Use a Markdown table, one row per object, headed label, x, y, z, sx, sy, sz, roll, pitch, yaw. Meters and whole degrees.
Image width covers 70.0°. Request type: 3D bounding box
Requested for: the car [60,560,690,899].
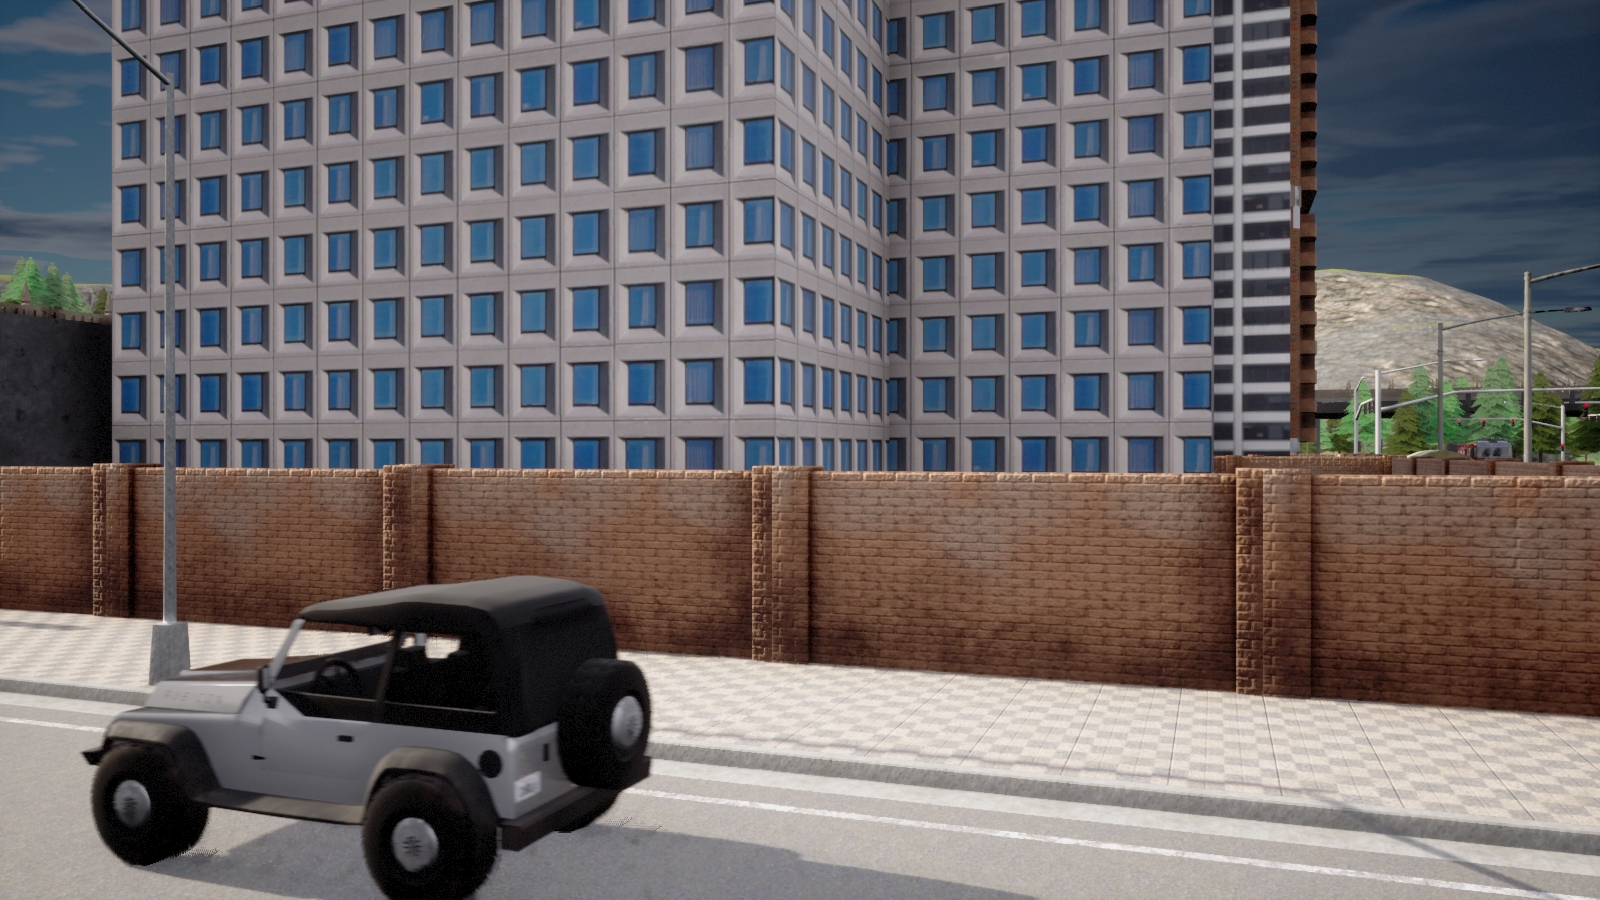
| label | x | y | z | sx | sy | sz | roll | pitch | yaw |
| --- | --- | --- | --- | --- | --- | --- | --- | --- | --- |
| car | -2.942 | 1.856 | 8.077 | 3.866 | 1.878 | 1.905 | 0 | 0 | 20 |
